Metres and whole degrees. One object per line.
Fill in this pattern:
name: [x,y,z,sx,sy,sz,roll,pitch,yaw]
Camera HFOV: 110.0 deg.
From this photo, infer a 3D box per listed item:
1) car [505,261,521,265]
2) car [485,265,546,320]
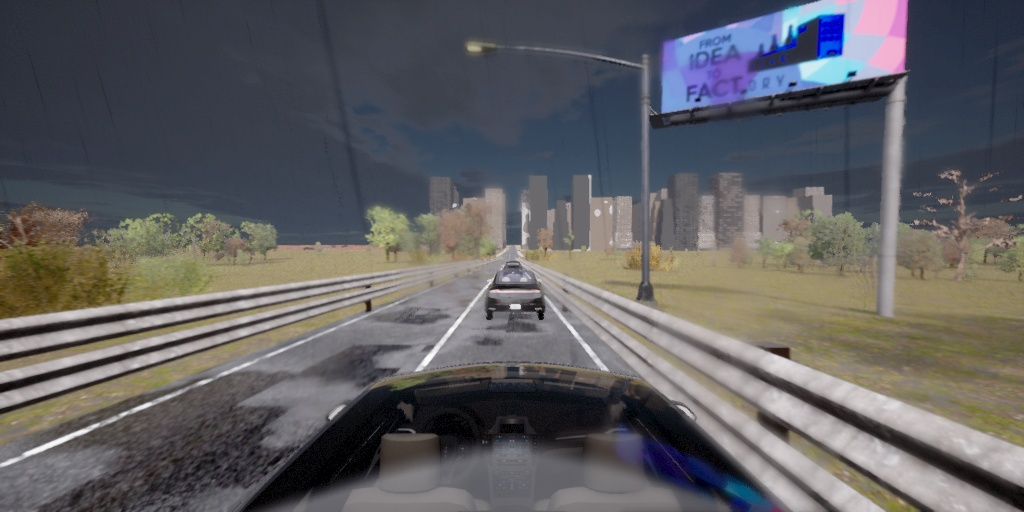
car: [0.109,1.243,34.516,1.837,1.490,4.892,0,0,0]
car: [0.104,1.238,12.689,2.128,1.511,4.902,0,0,0]
